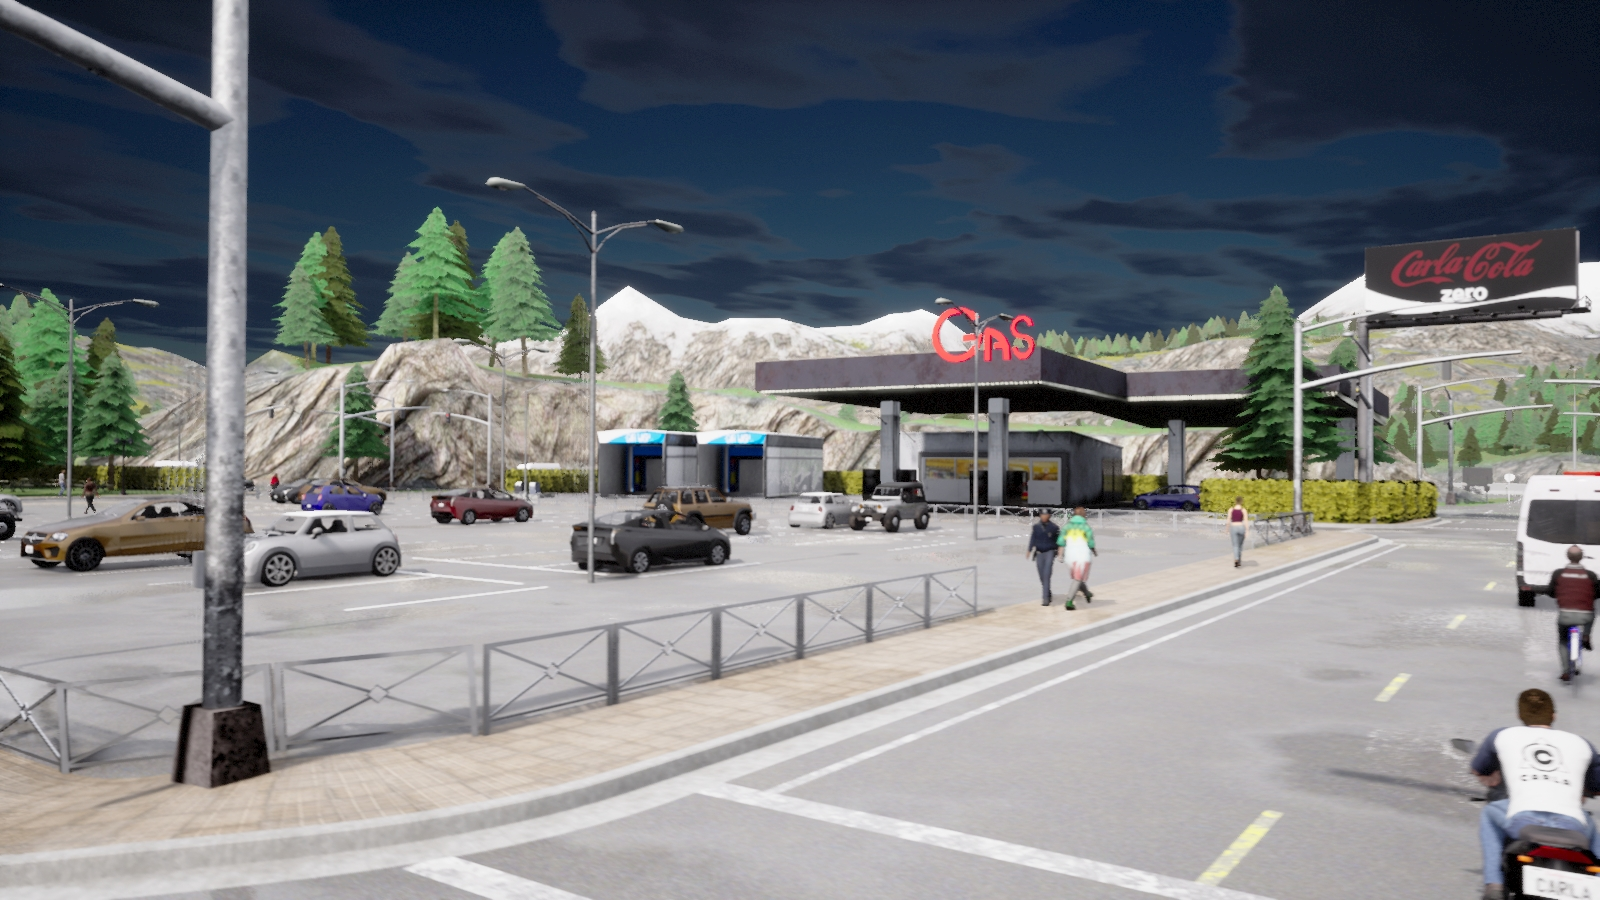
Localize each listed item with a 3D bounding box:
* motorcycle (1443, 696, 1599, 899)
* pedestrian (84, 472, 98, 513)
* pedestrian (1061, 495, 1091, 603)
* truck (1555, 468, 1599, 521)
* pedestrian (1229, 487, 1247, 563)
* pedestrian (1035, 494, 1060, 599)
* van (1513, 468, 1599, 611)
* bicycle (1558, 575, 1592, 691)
[{"bbox_3d":[3.949,2.109,6.123,0.803,1.145,2.033,1,-1,28],"label":"motorcycle"},{"bbox_3d":[-32.509,1.951,52.379,0.375,1.860,0.375,0,-1,28],"label":"pedestrian"},{"bbox_3d":[4.874,1.737,20.166,0.375,1.860,0.375,0,-1,39],"label":"pedestrian"},{"bbox_3d":[38.508,2.186,55.642,2.627,2.467,5.204,-1,-3,36],"label":"truck"},{"bbox_3d":[10.912,1.861,28.475,0.375,1.860,0.375,0,-1,25],"label":"pedestrian"},{"bbox_3d":[4.474,1.740,20.680,0.375,1.860,0.375,0,-1,22],"label":"pedestrian"},{"bbox_3d":[15.894,1.681,23.270,1.988,2.561,5.915,0,-1,35],"label":"van"},{"bbox_3d":[9.588,2.225,14.127,0.329,1.171,1.835,0,0,34],"label":"bicycle"}]
